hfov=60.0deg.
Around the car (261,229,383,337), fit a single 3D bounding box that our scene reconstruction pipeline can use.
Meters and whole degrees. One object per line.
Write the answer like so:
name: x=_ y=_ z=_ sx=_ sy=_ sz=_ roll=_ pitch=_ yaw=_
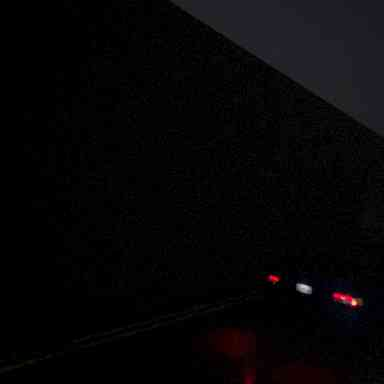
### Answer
car: x=3.706 y=1.442 z=6.387 sx=5.357 sy=1.411 sz=2.033 roll=-1 pitch=1 yaw=-35
